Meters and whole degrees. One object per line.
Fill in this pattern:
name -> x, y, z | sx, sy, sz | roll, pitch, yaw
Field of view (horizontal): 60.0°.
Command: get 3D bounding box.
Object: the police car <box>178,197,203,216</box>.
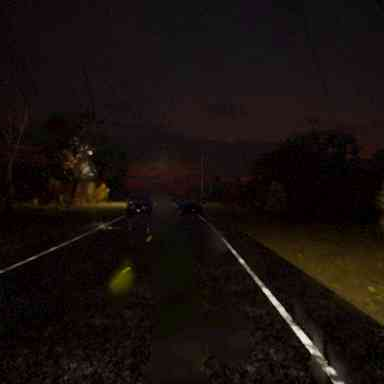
police car -> -0.052, 1.395, 32.135 | 1.930, 1.638, 5.238 | 0, 0, -4

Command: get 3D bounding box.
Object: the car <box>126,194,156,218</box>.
car -> -4.617, 1.199, 30.312 | 2.150, 2.045, 5.566 | 0, 0, -4

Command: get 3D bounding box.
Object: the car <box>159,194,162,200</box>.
car -> -7.027, 1.307, 82.731 | 2.128, 1.511, 4.902 | 0, 0, -10

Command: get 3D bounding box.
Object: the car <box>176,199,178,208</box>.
car -> -0.810, 1.434, 42.052 | 1.882, 1.535, 5.008 | 0, 0, -5

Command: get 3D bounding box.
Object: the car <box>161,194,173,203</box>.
car -> -4.627, 1.397, 67.024 | 1.837, 1.490, 4.892 | 0, 0, -8

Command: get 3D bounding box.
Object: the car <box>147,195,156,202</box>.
car -> -8.737, 1.371, 70.829 | 1.882, 1.535, 5.008 | 0, 0, -8
